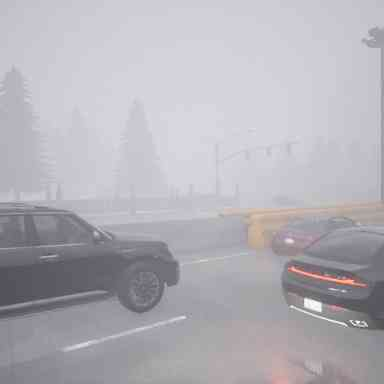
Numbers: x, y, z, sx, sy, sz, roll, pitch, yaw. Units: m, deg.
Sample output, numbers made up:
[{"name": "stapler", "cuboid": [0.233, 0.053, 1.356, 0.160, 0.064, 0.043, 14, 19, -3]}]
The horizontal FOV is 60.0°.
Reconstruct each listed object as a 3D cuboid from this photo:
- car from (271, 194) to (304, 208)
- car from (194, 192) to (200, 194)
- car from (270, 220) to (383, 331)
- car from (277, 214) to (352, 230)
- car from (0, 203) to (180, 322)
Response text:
[{"name": "car", "cuboid": [11.099, 1.046, 38.957, 2.128, 1.511, 4.902, 0, 0, -16]}, {"name": "car", "cuboid": [1.048, 0.834, 76.665, 2.128, 1.511, 4.902, -1, 1, 3]}, {"name": "car", "cuboid": [3.808, 1.435, 6.464, 4.892, 1.490, 1.837, -1, 1, -35]}, {"name": "car", "cuboid": [4.619, 1.441, 11.331, 4.181, 1.385, 1.994, -1, 1, -35]}, {"name": "car", "cuboid": [-2.912, 1.217, 5.968, 5.566, 2.045, 2.150, 0, 0, -36]}]
